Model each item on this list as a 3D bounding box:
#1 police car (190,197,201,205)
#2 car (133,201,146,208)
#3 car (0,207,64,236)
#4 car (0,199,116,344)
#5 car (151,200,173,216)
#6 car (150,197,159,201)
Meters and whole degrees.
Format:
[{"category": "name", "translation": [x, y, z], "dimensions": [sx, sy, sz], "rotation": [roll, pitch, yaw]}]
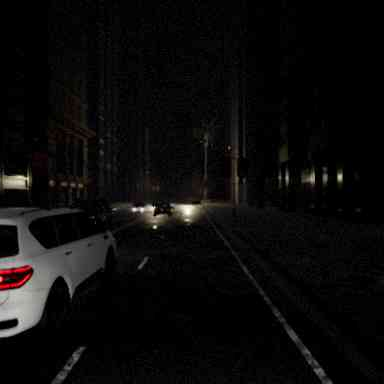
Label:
[{"category": "police car", "translation": [1.138, 2.280, 79.832], "dimensions": [1.930, 1.638, 5.238], "rotation": [0, -1, 0]}, {"category": "car", "translation": [-9.780, 2.259, 61.996], "dimensions": [1.895, 1.301, 4.718], "rotation": [0, -1, 1]}, {"category": "car", "translation": [-9.862, 1.748, 20.975], "dimensions": [1.812, 1.442, 4.674], "rotation": [0, -1, 0]}, {"category": "car", "translation": [-3.166, 1.299, 6.842], "dimensions": [2.150, 2.045, 5.566], "rotation": [0, 0, 0]}, {"category": "car", "translation": [-3.149, 1.940, 37.083], "dimensions": [2.033, 1.411, 5.357], "rotation": [0, -1, 0]}, {"category": "car", "translation": [-6.534, 2.140, 62.418], "dimensions": [1.882, 1.535, 5.008], "rotation": [0, -1, 1]}]
